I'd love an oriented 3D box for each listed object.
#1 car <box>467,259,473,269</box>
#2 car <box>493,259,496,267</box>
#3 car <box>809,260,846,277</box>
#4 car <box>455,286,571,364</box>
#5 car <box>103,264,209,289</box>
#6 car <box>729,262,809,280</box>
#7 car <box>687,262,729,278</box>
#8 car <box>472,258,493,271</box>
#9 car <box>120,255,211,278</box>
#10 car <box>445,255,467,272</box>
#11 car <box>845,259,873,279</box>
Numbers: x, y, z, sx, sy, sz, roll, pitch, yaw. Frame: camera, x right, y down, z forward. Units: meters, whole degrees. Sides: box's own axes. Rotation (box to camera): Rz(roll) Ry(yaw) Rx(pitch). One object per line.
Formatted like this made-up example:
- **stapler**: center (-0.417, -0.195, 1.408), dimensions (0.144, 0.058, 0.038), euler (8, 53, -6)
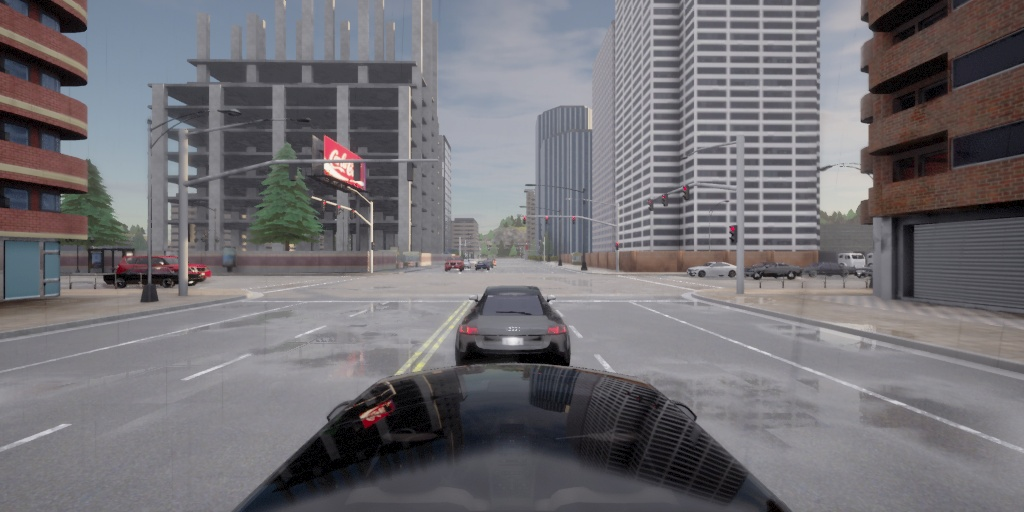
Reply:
- **car**: center (-7.605, 1.275, 57.265), dimensions (1.812, 1.442, 4.674), euler (0, 0, 0)
- **car**: center (-4.122, 1.314, 59.963), dimensions (1.994, 1.385, 4.181), euler (0, 0, 0)
- **car**: center (29.671, 1.297, 34.210), dimensions (5.357, 1.411, 2.033), euler (0, 0, -1)
- **car**: center (0.011, 1.314, 7.655), dimensions (1.994, 1.385, 4.181), euler (0, 0, 0)
- **car**: center (-22.576, 1.351, 22.745), dimensions (4.718, 1.301, 1.895), euler (0, 0, -1)
- **car**: center (21.854, 1.241, 30.601), dimensions (4.902, 1.511, 2.128), euler (0, 0, -1)
- **car**: center (19.089, 1.276, 34.042), dimensions (4.674, 1.442, 1.812), euler (0, 0, -1)
- **car**: center (-4.048, 1.351, 50.038), dimensions (1.895, 1.301, 4.718), euler (0, 0, -1)
- **car**: center (-25.382, 0.972, 26.202), dimensions (5.566, 2.045, 2.150), euler (0, 0, -1)
- **car**: center (-7.558, 0.971, 47.587), dimensions (2.150, 2.045, 5.566), euler (0, 0, -4)
- **car**: center (32.227, 1.241, 30.739), dimensions (4.902, 1.511, 2.128), euler (0, 0, -1)
